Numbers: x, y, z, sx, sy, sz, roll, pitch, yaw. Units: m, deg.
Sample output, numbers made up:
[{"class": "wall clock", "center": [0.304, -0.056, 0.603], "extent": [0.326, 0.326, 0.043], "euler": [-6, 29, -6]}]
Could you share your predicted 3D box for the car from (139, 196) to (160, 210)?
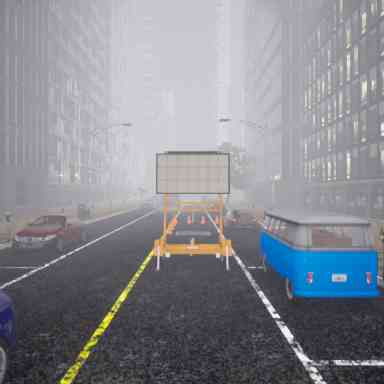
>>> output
[{"class": "car", "center": [-5.566, 1.548, 42.137], "extent": [2.008, 1.369, 4.403], "euler": [0, 0, 0]}]

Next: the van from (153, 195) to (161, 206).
[{"class": "van", "center": [-5.531, 1.328, 53.522], "extent": [1.690, 1.788, 3.998], "euler": [0, 0, 0]}]

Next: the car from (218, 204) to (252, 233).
[{"class": "car", "center": [2.746, 1.581, 19.338], "extent": [1.802, 1.307, 4.206], "euler": [0, 0, 0]}]

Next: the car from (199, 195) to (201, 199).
[{"class": "car", "center": [2.884, 1.410, 64.878], "extent": [1.967, 1.590, 4.097], "euler": [0, 0, 0]}]

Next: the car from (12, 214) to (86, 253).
[{"class": "car", "center": [-5.652, 1.582, 13.674], "extent": [1.802, 1.307, 4.206], "euler": [0, 0, 0]}]

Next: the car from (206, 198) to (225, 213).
[{"class": "car", "center": [2.798, 1.581, 36.416], "extent": [1.802, 1.307, 4.206], "euler": [0, 0, 0]}]

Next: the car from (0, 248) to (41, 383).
[{"class": "car", "center": [-2.996, 1.526, 2.216], "extent": [1.812, 1.442, 4.674], "euler": [0, 0, 0]}]

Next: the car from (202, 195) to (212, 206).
[{"class": "car", "center": [2.832, 1.544, 47.801], "extent": [2.008, 1.369, 4.403], "euler": [0, 0, 0]}]

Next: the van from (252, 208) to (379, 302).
[{"class": "van", "center": [2.712, 1.341, 7.955], "extent": [1.690, 1.788, 3.998], "euler": [0, 0, 0]}]

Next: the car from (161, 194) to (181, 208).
[{"class": "car", "center": [-2.857, 1.214, 48.503], "extent": [2.150, 2.045, 5.566], "euler": [0, 0, 0]}]

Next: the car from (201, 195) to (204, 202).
[{"class": "car", "center": [2.849, 1.538, 53.493], "extent": [2.008, 1.369, 4.403], "euler": [0, 0, 0]}]

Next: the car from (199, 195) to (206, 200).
[{"class": "car", "center": [2.970, 1.463, 93.341], "extent": [1.887, 1.381, 4.507], "euler": [0, 0, 0]}]

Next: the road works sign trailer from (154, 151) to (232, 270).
[{"class": "road works sign trailer", "center": [0.031, 0.464, 10.982], "extent": [2.380, 3.560, 2.880], "euler": [0, 0, 0]}]

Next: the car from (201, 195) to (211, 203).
[{"class": "car", "center": [2.901, 1.401, 70.570], "extent": [1.967, 1.590, 4.097], "euler": [0, 0, 0]}]
